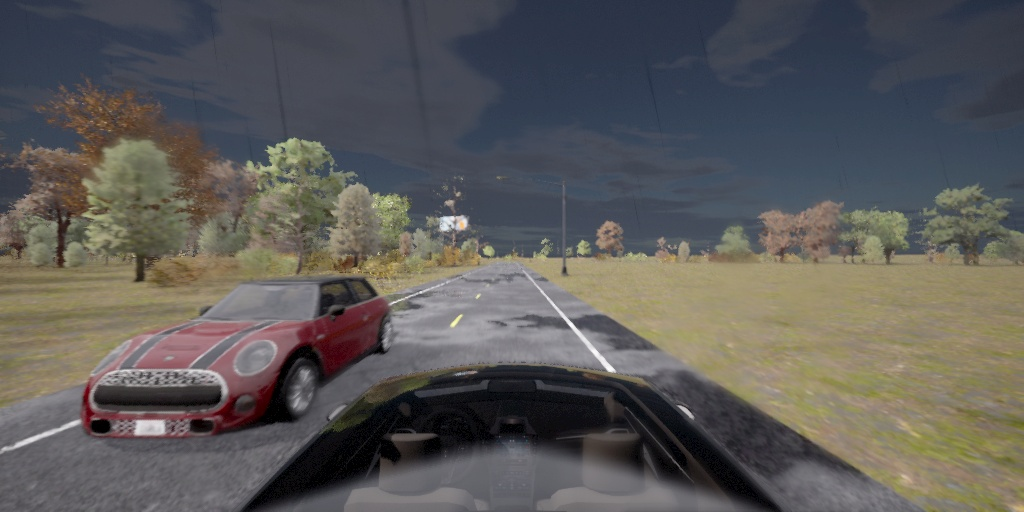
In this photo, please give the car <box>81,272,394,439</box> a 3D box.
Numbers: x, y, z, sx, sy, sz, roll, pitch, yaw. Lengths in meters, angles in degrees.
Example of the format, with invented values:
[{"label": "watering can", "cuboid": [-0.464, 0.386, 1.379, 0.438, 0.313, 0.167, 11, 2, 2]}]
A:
[{"label": "car", "cuboid": [-3.595, 1.122, 5.812, 2.097, 1.767, 4.553, 0, 0, 0]}]
